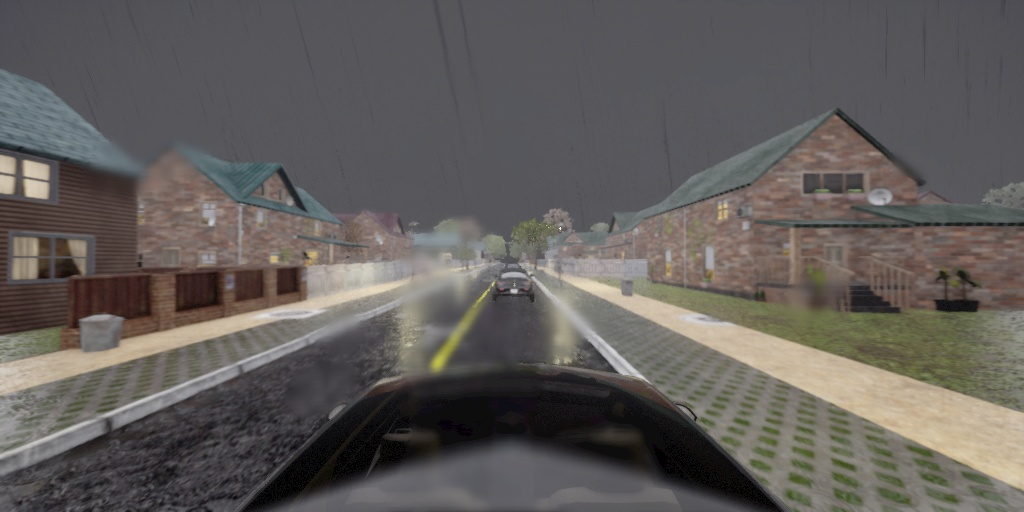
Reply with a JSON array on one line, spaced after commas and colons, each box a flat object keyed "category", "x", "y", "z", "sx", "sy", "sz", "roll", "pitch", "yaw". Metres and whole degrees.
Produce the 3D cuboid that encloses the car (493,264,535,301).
[{"category": "car", "x": 0.083, "y": 1.290, "z": 17.158, "sx": 1.812, "sy": 1.442, "sz": 4.674, "roll": 0, "pitch": 0, "yaw": 0}]
